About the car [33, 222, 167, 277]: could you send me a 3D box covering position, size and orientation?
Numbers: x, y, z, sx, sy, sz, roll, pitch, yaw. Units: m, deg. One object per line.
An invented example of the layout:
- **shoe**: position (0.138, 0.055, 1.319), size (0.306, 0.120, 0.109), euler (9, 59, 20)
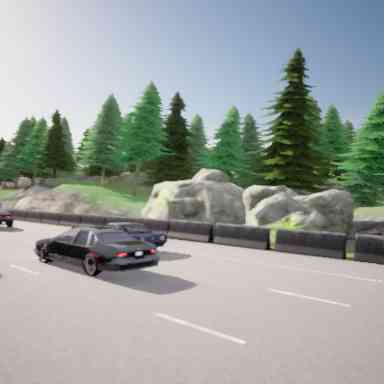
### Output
- **car**: position (-3.496, 1.900, 11.574), size (5.357, 1.411, 2.033), euler (0, -3, 41)

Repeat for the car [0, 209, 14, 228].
- **car**: position (-16.085, 2.100, 26.811), size (4.892, 1.490, 1.837), euler (0, -3, 40)

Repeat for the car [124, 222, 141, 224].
- **car**: position (-3.484, 2.122, 16.156), size (4.718, 1.301, 1.895), euler (0, -3, 40)
